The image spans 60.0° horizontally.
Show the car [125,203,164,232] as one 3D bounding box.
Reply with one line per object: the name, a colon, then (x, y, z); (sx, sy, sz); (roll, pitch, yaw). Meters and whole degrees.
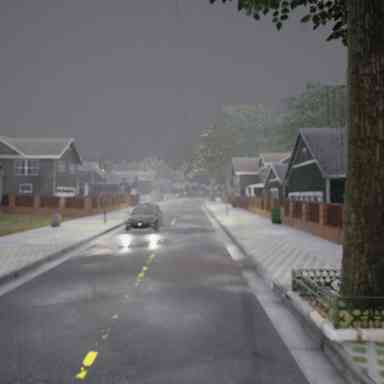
car: (-2.757, 1.481, 20.030); (1.837, 1.490, 4.892); (0, 0, 0)
